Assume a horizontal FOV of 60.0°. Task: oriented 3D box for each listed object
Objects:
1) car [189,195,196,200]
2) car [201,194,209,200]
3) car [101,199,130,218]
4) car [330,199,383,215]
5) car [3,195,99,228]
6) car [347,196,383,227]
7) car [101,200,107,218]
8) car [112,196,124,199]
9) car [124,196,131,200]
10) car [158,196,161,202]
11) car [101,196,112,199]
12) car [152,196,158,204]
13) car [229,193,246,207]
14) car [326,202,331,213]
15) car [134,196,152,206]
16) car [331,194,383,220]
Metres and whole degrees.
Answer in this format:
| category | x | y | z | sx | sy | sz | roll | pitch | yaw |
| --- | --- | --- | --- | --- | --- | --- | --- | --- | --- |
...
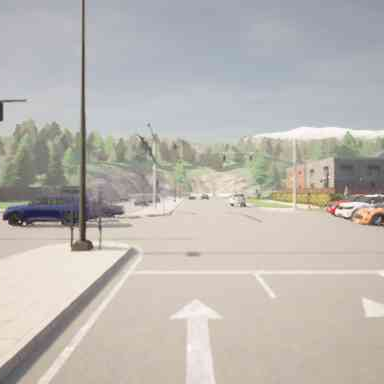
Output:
| category | x | y | z | sx | sy | sz | roll | pitch | yaw |
| --- | --- | --- | --- | --- | --- | --- | --- | --- | --- |
| car | 0.003 | 1.539 | 90.140 | 1.895 | 1.301 | 4.718 | 0 | 0 | 0 |
| car | 3.503 | 1.299 | 89.967 | 2.097 | 1.767 | 4.553 | 0 | 0 | 0 |
| car | -8.467 | 1.530 | 28.877 | 5.357 | 1.411 | 2.033 | 0 | 0 | -1 |
| car | 16.515 | 1.471 | 32.783 | 4.902 | 1.511 | 2.128 | 0 | 0 | 2 |
| car | -9.301 | 1.208 | 21.868 | 5.566 | 2.045 | 2.150 | 0 | 0 | -1 |
| car | 13.225 | 1.338 | 22.099 | 4.553 | 1.767 | 2.097 | 0 | 0 | -1 |
| car | -9.639 | 1.532 | 25.365 | 5.357 | 1.411 | 2.033 | 0 | 0 | -1 |
| car | -14.998 | 1.465 | 64.140 | 1.837 | 1.490 | 4.892 | 0 | 0 | 0 |
| car | -14.997 | 1.493 | 74.635 | 2.033 | 1.411 | 5.357 | 0 | 0 | 0 |
| car | -7.997 | 1.507 | 72.893 | 1.994 | 1.385 | 4.181 | 0 | 0 | 0 |
| car | -14.998 | 1.514 | 53.758 | 2.033 | 1.411 | 5.357 | 0 | 0 | 0 |
| car | -7.998 | 1.486 | 63.007 | 1.812 | 1.442 | 4.674 | 0 | 0 | 0 |
| car | 7.039 | 1.188 | 52.112 | 2.150 | 2.045 | 5.566 | 0 | 0 | 0 |
| car | 14.778 | 1.205 | 29.117 | 5.566 | 2.045 | 2.150 | 0 | 0 | -1 |
| car | -7.998 | 1.493 | 53.397 | 1.812 | 1.442 | 4.674 | 0 | 0 | 0 |
| car | 14.112 | 1.206 | 25.608 | 5.566 | 2.045 | 2.150 | 0 | 0 | -1 |
